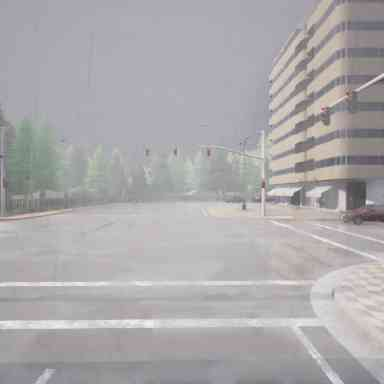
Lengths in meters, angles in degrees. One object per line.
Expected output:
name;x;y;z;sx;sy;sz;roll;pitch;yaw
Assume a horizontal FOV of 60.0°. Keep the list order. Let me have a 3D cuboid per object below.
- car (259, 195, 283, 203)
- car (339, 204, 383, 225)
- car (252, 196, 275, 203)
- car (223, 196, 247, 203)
car;17.537;1.525;73.805;4.902;1.511;2.128;0;0;-23
car;13.161;1.581;24.155;4.674;1.442;1.812;0;0;-1
car;14.187;1.525;67.903;4.674;1.442;1.812;0;0;-34
car;8.874;1.547;68.199;5.357;1.411;2.033;0;0;-38
